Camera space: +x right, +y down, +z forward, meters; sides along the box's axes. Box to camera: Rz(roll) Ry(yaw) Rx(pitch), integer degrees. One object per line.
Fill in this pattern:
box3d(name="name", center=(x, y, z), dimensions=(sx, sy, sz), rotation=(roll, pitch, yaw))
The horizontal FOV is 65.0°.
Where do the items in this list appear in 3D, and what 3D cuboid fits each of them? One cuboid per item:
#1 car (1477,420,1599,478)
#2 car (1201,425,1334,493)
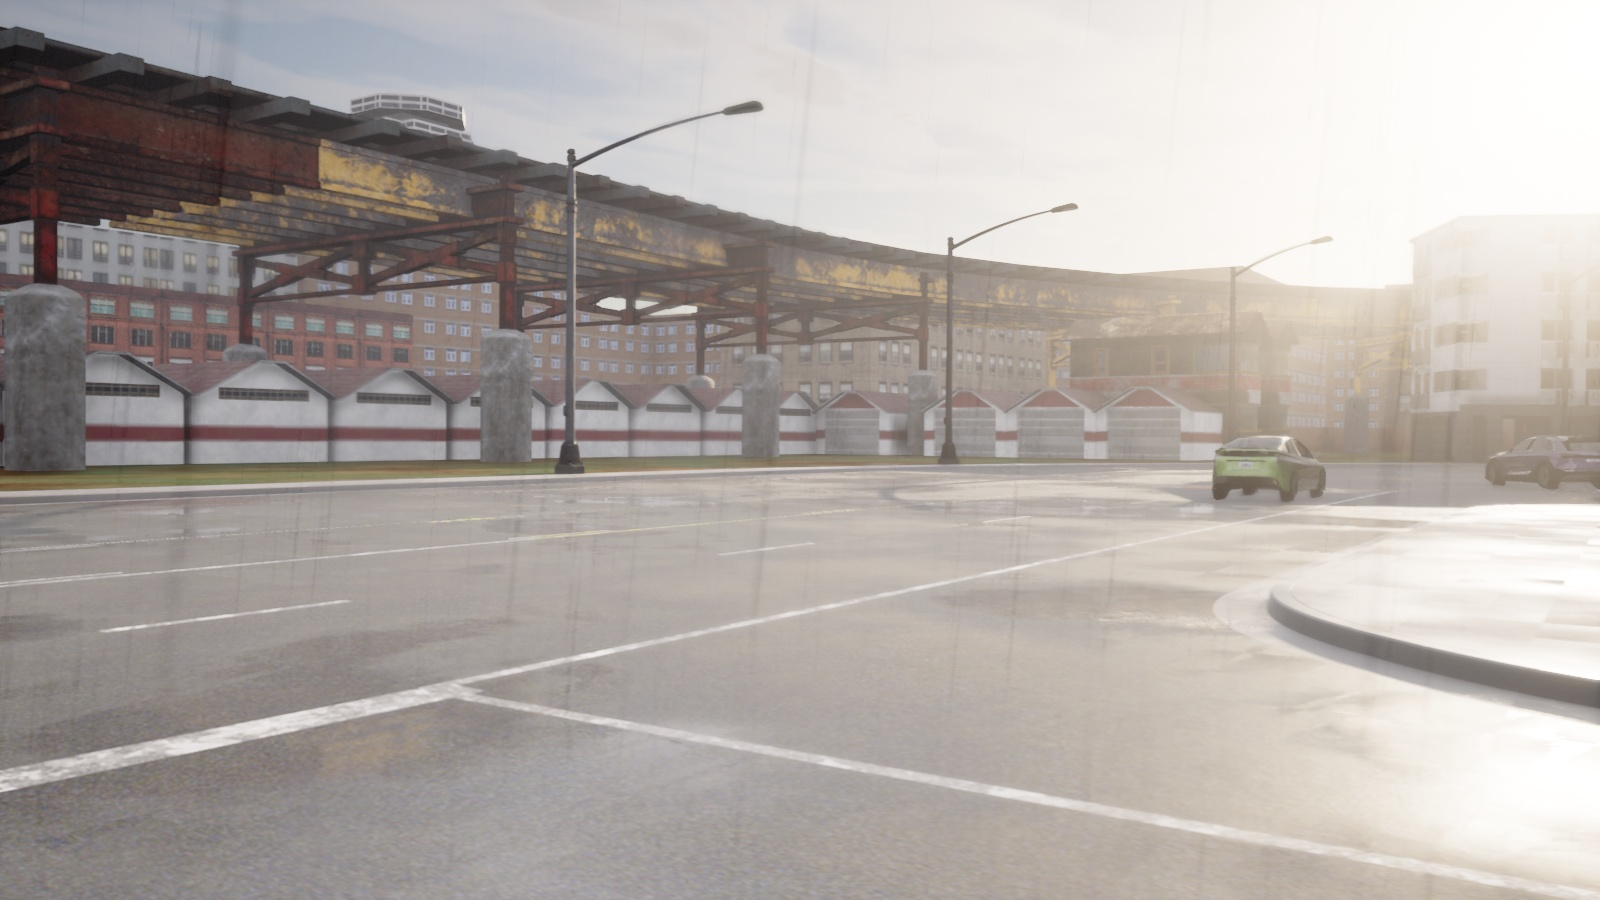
box3d(name="car", center=(23.086, -0.072, 38.637), dimensions=(2.033, 1.649, 4.856), rotation=(-1, 1, 2))
box3d(name="car", center=(11.405, 0.173, 30.442), dimensions=(2.007, 1.525, 4.514), rotation=(0, 1, 34))
